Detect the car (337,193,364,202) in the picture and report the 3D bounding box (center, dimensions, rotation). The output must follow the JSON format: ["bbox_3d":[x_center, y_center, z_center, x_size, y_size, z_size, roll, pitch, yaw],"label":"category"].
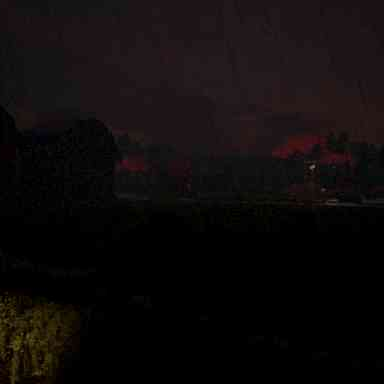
[{"bbox_3d":[33.708,1.379,71.690,4.611,1.667,2.242,1,1,35],"label":"car"}]
